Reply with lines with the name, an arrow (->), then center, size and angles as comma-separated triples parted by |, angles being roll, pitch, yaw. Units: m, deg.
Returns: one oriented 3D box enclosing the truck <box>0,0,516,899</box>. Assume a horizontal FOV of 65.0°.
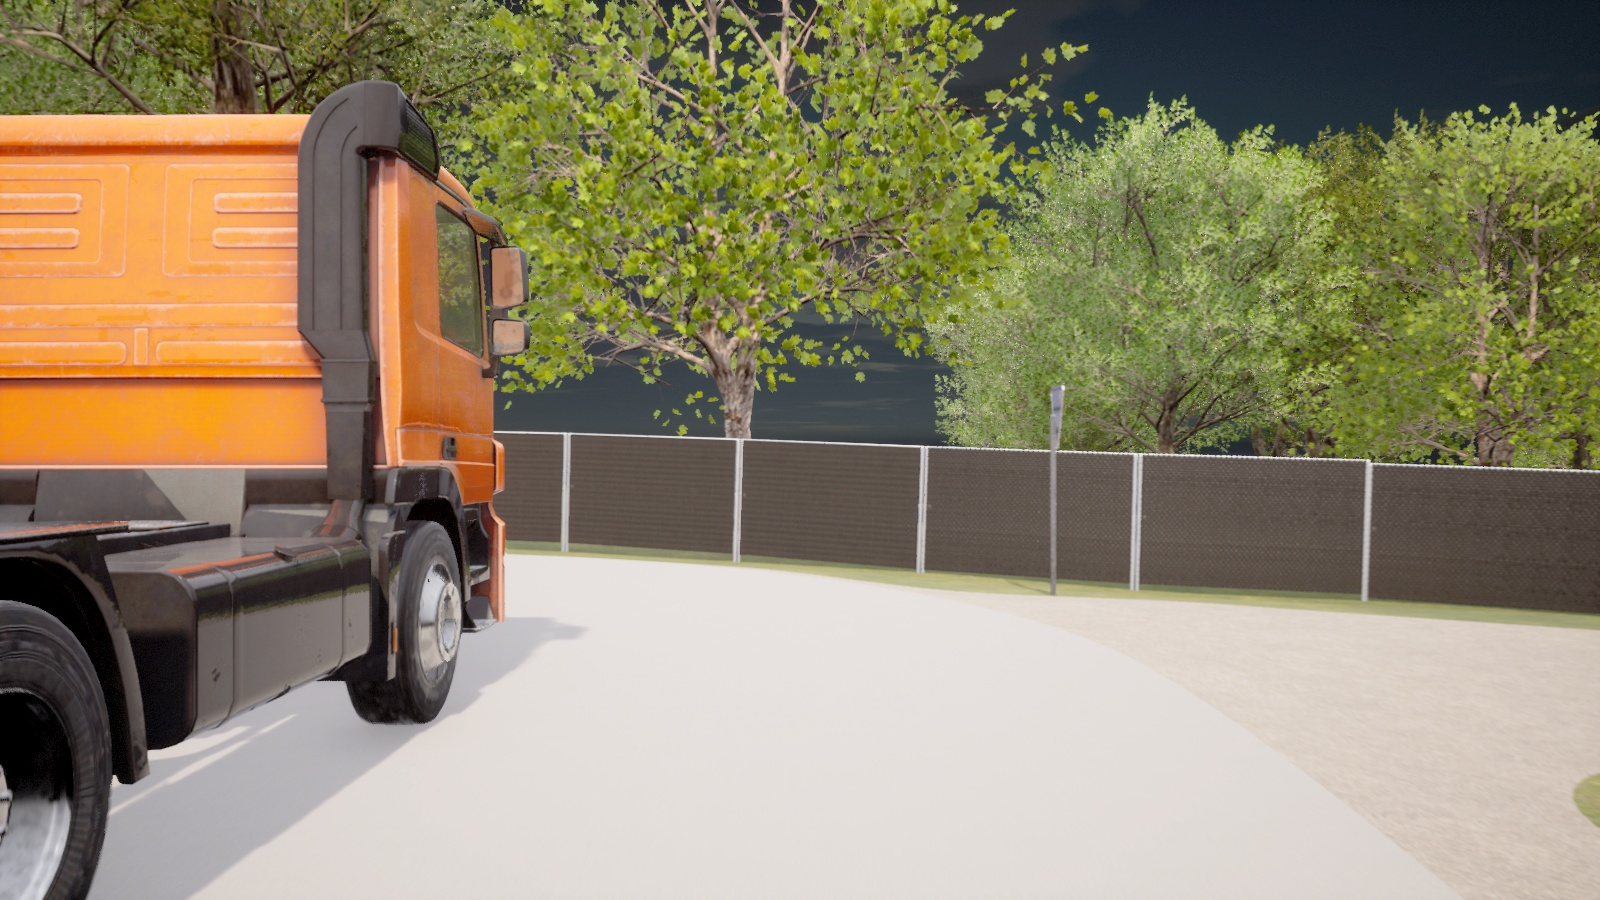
truck -> -3.455, -0.185, 4.810 | 2.891, 3.462, 7.936 | 0, 0, 0
